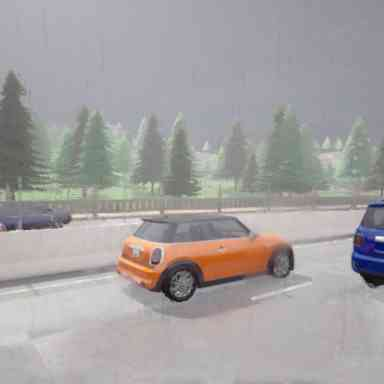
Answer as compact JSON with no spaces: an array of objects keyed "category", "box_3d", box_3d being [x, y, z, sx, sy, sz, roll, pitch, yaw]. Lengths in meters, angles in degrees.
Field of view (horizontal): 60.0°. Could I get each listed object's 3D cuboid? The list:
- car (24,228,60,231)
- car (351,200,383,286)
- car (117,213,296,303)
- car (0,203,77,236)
[{"category":"car","box_3d":[-8.617,1.346,14.984,4.553,1.767,2.097,0,0,-35]},{"category":"car","box_3d":[6.149,1.184,8.018,5.566,2.045,2.150,0,0,-34]},{"category":"car","box_3d":[0.534,1.331,8.404,4.553,1.767,2.097,0,0,-35]},{"category":"car","box_3d":[-9.312,1.479,18.779,4.902,1.511,2.128,0,0,-35]}]
